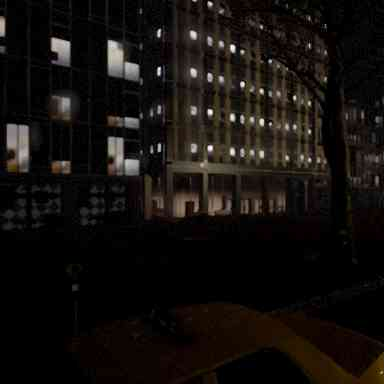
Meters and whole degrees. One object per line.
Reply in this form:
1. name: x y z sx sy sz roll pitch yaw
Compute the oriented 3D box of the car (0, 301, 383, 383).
1. car: -0.389 1.522 2.157 4.829 1.417 1.752 0 0 -35
